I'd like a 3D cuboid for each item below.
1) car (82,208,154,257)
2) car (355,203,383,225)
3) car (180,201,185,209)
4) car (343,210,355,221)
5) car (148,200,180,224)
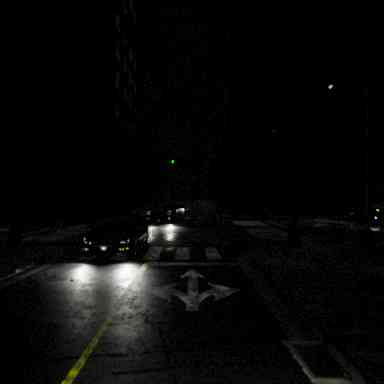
[{"bbox_3d":[-2.918,1.637,13.533,1.837,1.490,4.892,0,0,1],"label":"car"},{"bbox_3d":[15.631,1.412,24.658,5.566,2.045,2.150,0,-1,0],"label":"car"},{"bbox_3d":[-2.121,2.133,55.615,1.994,1.385,4.181,0,0,0],"label":"car"},{"bbox_3d":[15.130,1.774,27.903,4.674,1.442,1.812,0,-1,0],"label":"car"},{"bbox_3d":[-2.437,1.596,27.344,2.097,1.767,4.553,0,0,2],"label":"car"}]
